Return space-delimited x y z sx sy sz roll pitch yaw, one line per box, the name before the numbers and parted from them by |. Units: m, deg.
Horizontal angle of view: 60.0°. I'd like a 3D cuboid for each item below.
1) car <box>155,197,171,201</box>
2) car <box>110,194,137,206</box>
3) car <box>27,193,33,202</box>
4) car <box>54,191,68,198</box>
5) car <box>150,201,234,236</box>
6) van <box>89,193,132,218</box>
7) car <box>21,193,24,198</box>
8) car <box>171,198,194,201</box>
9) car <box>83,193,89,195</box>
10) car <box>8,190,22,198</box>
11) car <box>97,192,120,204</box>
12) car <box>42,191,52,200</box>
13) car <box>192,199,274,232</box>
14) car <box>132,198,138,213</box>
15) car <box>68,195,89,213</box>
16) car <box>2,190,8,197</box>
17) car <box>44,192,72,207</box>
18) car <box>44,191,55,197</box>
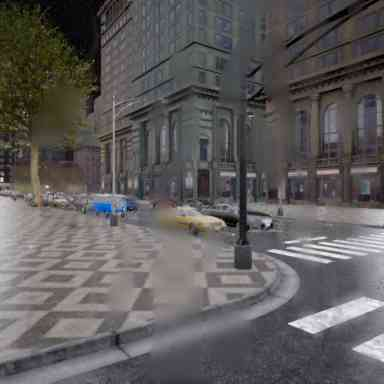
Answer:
car | -3.011 1.224 36.651 1.887 1.381 4.507 1 0 -35
car | -9.492 1.074 45.832 2.008 1.369 4.403 1 0 -35
car | -22.931 0.911 50.087 2.008 1.369 4.403 1 0 -35
car | -28.928 0.588 73.362 1.887 1.381 4.507 1 0 -35
car | -0.153 1.398 17.816 1.752 1.417 4.829 1 0 -35
van | -6.730 1.091 27.137 1.690 1.788 3.998 1 0 -35
car | -26.171 0.830 54.676 2.008 1.369 4.403 1 0 -35
car | 0.228 1.315 32.062 1.947 1.339 4.313 1 0 -35
car | -15.971 0.910 55.008 2.008 1.369 4.403 1 0 -35
car | -35.888 0.484 68.442 1.967 1.590 4.097 1 0 -35
car | -12.729 0.881 50.420 1.967 1.590 4.097 1 0 -35
car | -19.691 0.992 45.498 2.008 1.369 4.403 1 0 -35
car | 2.409 1.369 18.802 2.128 1.511 4.902 0 1 -36
car | -6.862 1.177 31.929 1.882 1.535 5.008 0 1 -35
car | -9.972 1.230 31.727 2.008 1.369 4.403 1 0 -35
car | -42.368 0.330 77.620 1.967 1.590 4.097 1 0 -35
car | -16.354 1.051 40.770 1.752 1.417 4.829 1 0 -35
car | -35.408 0.472 82.539 1.802 1.307 4.206 1 0 -35
